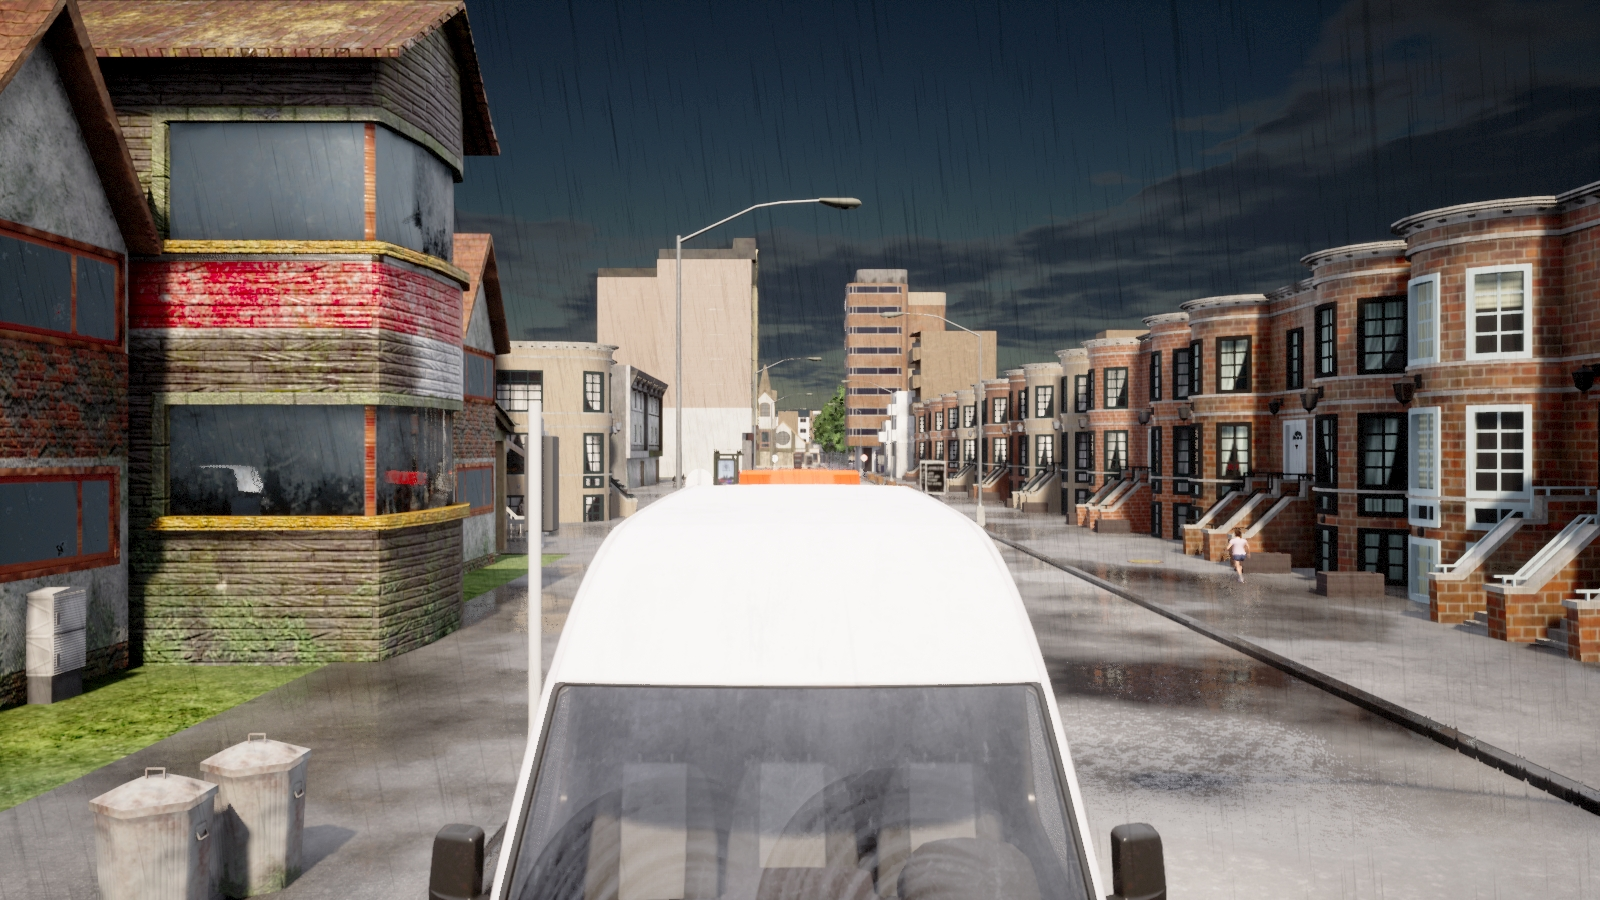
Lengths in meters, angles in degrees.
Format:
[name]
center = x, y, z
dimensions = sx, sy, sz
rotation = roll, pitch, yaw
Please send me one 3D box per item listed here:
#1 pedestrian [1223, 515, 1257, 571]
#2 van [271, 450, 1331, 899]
[pedestrian]
center = 9.012, 1.904, 23.412
dimensions = 0.500, 1.100, 0.500
rotation = 0, 0, -3
[van]
center = -0.003, 1.311, 5.114
dimensions = 1.988, 2.561, 5.915
rotation = 0, 1, 0
